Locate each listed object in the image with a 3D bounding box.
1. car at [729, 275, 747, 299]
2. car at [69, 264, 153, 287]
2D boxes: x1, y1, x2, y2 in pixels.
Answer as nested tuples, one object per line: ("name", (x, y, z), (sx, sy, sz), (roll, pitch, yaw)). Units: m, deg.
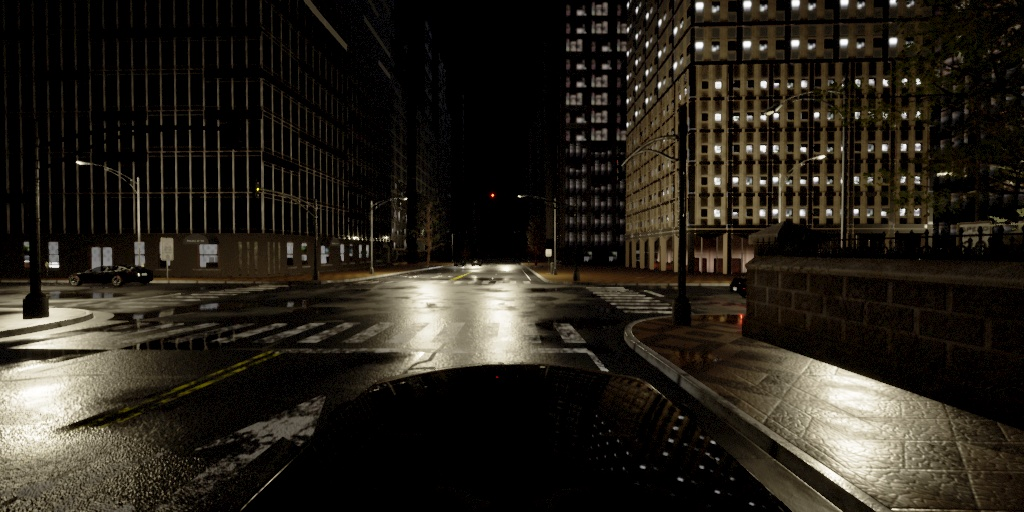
("car", (12.443, 1.325, 16.216), (4.674, 1.442, 1.812), (0, 1, 2))
("car", (-25.602, 1.207, 23.007), (4.313, 1.339, 1.948), (0, 0, 2))
